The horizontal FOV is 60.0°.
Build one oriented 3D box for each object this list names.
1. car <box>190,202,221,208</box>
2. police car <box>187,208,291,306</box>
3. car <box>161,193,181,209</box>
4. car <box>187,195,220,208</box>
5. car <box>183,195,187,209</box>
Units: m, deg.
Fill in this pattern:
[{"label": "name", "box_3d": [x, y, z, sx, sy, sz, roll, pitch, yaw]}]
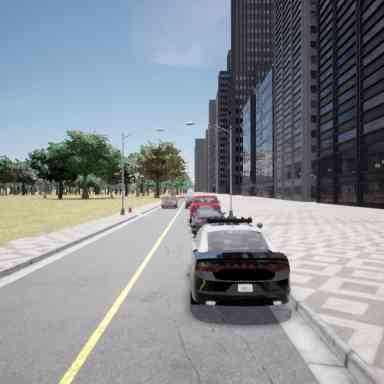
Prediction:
[{"label": "car", "box_3d": [0.913, 1.520, 18.121, 1.812, 1.442, 4.674, 0, 0, 0]}, {"label": "police car", "box_3d": [0.907, 1.424, 8.230, 1.930, 1.638, 5.238, 0, 0, 0]}, {"label": "car", "box_3d": [-2.970, 1.307, 44.373, 2.097, 1.767, 4.553, 0, 0, 0]}, {"label": "car", "box_3d": [0.915, 1.212, 24.152, 2.150, 2.045, 5.566, 0, 0, 0]}, {"label": "car", "box_3d": [0.055, 1.459, 44.989, 1.837, 1.490, 4.892, 0, 0, 1]}]
